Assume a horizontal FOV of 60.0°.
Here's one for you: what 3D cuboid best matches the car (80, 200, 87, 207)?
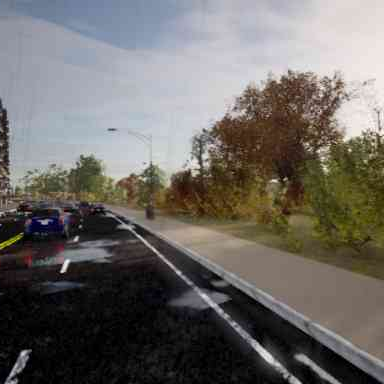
[{"bbox_3d":[-23.003,2.498,71.202,1.994,1.385,4.181,-1,0,-22],"label":"car"}]

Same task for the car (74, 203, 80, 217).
[{"bbox_3d":[-14.124,2.045,37.787,2.128,1.511,4.902,-1,0,-18],"label":"car"}]

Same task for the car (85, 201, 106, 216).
[{"bbox_3d":[-11.297,2.056,39.613,2.033,1.411,5.357,-1,0,-19],"label":"car"}]

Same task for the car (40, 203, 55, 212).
[{"bbox_3d":[-23.290,2.444,53.791,1.895,1.301,4.718,-1,0,-19],"label":"car"}]

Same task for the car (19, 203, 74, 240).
[{"bbox_3d":[-8.250,1.658,19.320,2.097,1.767,4.553,-1,0,-17],"label":"car"}]

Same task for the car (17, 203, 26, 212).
[{"bbox_3d":[-26.345,2.461,52.651,1.994,1.385,4.181,-1,0,-19],"label":"car"}]
